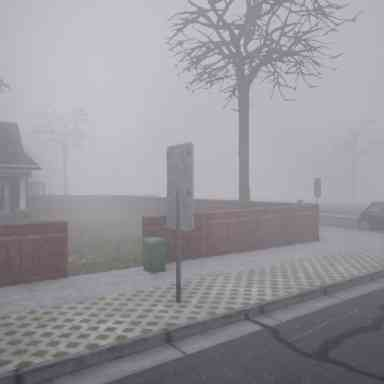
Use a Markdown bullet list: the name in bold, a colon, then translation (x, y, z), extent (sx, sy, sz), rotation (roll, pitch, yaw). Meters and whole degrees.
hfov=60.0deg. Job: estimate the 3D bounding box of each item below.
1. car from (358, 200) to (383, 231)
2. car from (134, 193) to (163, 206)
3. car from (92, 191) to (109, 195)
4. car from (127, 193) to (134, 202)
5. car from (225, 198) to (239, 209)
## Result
- **car**: translation (10.699, 1.268, 16.408), extent (2.097, 1.767, 4.553), rotation (0, 1, -25)
- **car**: translation (-4.515, 0.975, 38.616), extent (1.882, 1.535, 5.008), rotation (0, 1, -36)
- **car**: translation (-16.732, 0.593, 60.521), extent (1.837, 1.490, 4.892), rotation (0, 1, -36)
- **car**: translation (-8.918, 0.865, 49.725), extent (1.994, 1.385, 4.181), rotation (0, 1, -36)
- **car**: translation (3.760, 1.244, 27.157), extent (1.812, 1.442, 4.674), rotation (0, 1, -36)
